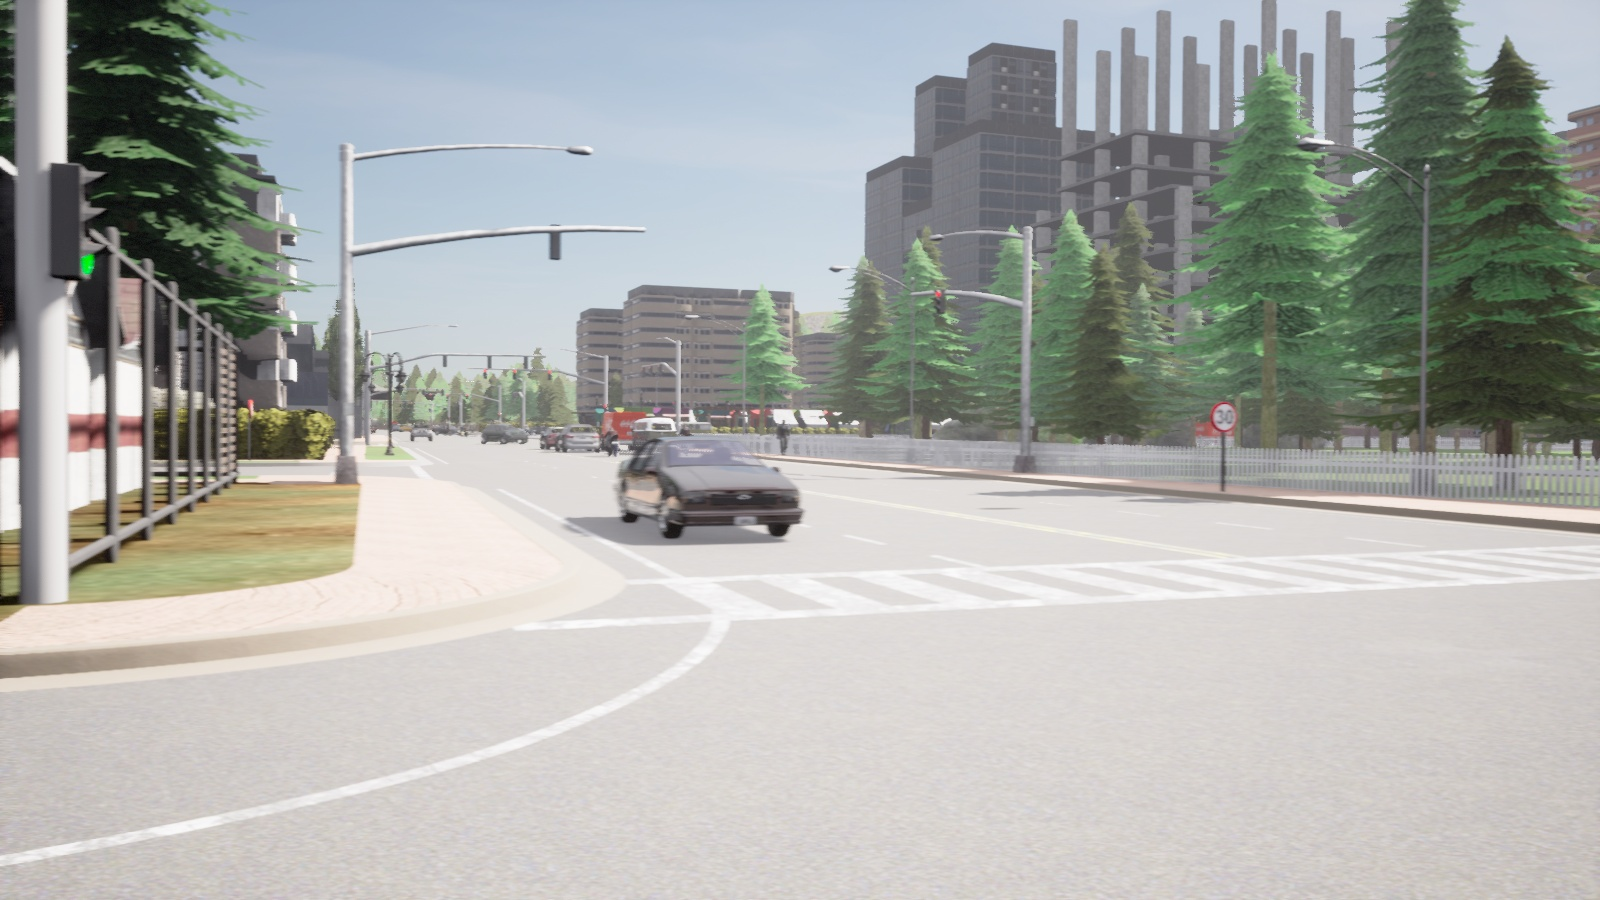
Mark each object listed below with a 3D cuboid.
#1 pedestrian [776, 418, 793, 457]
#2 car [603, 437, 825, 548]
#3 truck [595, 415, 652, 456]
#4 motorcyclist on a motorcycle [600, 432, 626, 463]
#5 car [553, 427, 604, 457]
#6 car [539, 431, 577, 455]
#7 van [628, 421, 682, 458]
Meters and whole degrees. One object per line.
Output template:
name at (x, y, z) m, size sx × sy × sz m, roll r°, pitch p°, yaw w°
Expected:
pedestrian at (-0.765, -0.618, 61.625) m, size 0.563 × 1.883 × 0.849 m, roll -1°, pitch 1°, yaw -19°
car at (-1.510, 0.527, 19.221) m, size 2.033 × 1.411 × 5.357 m, roll -1°, pitch 1°, yaw -19°
truck at (-11.250, -0.931, 79.647) m, size 2.627 × 2.467 × 5.204 m, roll -1°, pitch 1°, yaw -19°
motorcyclist on a motorcycle at (-9.526, -0.158, 63.940) m, size 0.866 × 1.530 × 2.191 m, roll -1°, pitch 1°, yaw -19°
car at (-13.168, -0.482, 74.489) m, size 2.242 × 1.667 × 4.611 m, roll -1°, pitch 1°, yaw -19°
car at (-15.918, -0.462, 82.478) m, size 1.970 × 1.475 × 3.806 m, roll -1°, pitch 1°, yaw -19°
van at (-8.200, -0.609, 70.819) m, size 2.069 × 2.038 × 4.480 m, roll -1°, pitch 1°, yaw -19°
